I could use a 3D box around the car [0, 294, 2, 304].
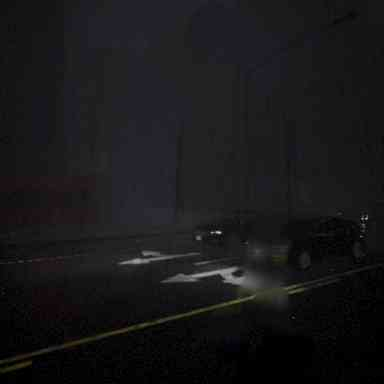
[{"bbox_3d":[-5.352,1.603,4.465,4.718,1.301,1.895,0,0,-36],"label":"car"}]

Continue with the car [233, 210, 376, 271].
[{"bbox_3d":[3.877,1.530,11.053,4.892,1.490,1.837,1,0,-35],"label":"car"}]

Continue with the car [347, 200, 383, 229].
[{"bbox_3d":[10.659,1.405,20.149,4.553,1.767,2.097,0,0,-35],"label":"car"}]

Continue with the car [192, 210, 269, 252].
[{"bbox_3d":[2.257,1.519,14.196,4.902,1.511,2.128,0,0,-35],"label":"car"}]
